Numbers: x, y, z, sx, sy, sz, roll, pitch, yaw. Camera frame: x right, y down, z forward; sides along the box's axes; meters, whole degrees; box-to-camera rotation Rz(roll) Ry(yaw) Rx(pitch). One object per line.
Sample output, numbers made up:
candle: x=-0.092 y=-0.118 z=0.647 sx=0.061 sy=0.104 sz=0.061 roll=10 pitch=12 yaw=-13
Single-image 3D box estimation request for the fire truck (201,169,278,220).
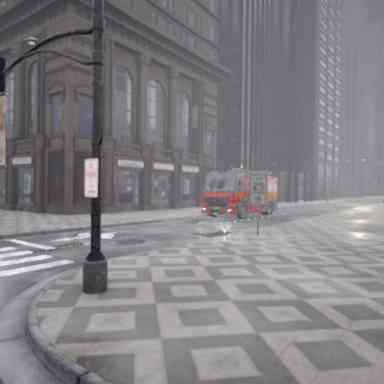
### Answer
fire truck: x=4.216 y=0.123 z=27.464 sx=2.891 sy=3.827 sz=8.468 roll=1 pitch=1 yaw=36
